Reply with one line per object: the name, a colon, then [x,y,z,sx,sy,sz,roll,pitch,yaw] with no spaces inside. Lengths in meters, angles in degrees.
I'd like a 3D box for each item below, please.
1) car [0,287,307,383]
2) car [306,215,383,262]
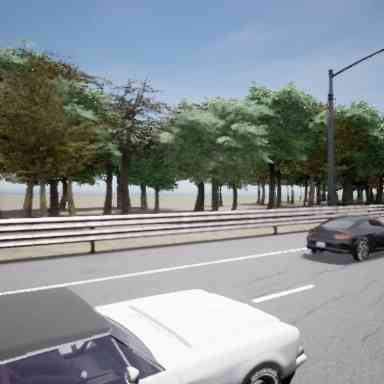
car: [-1.119,1.606,2.944,4.718,1.301,1.895,0,0,-35]
car: [6.175,1.596,12.438,4.674,1.442,1.812,0,0,-35]
